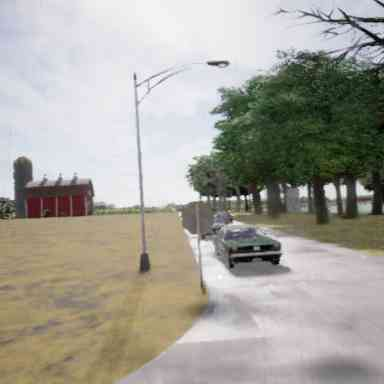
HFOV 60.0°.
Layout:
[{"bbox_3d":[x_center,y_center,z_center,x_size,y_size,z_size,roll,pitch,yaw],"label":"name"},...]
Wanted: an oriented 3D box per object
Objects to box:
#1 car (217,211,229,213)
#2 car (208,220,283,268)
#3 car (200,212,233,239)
[{"bbox_3d":[3.600,2.935,39.637,1.994,1.385,4.181,-3,-2,-3],"label":"car"},{"bbox_3d":[2.012,2.029,13.212,1.895,1.301,4.718,-3,-2,-4],"label":"car"},{"bbox_3d":[1.509,2.401,23.134,1.994,1.385,4.181,-3,-2,-4],"label":"car"}]
